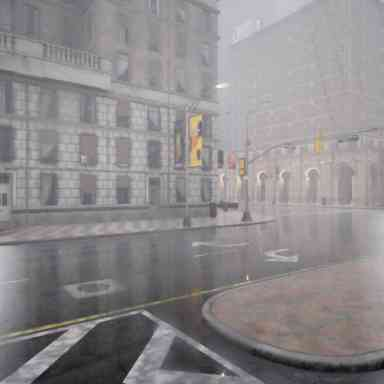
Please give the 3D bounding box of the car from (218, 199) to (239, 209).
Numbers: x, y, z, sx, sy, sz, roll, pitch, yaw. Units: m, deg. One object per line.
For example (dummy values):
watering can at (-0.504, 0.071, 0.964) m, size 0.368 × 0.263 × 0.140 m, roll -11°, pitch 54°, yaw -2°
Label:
car at (4.039, 1.601, 43.919) m, size 1.895 × 1.301 × 4.718 m, roll 0°, pitch 0°, yaw -36°
